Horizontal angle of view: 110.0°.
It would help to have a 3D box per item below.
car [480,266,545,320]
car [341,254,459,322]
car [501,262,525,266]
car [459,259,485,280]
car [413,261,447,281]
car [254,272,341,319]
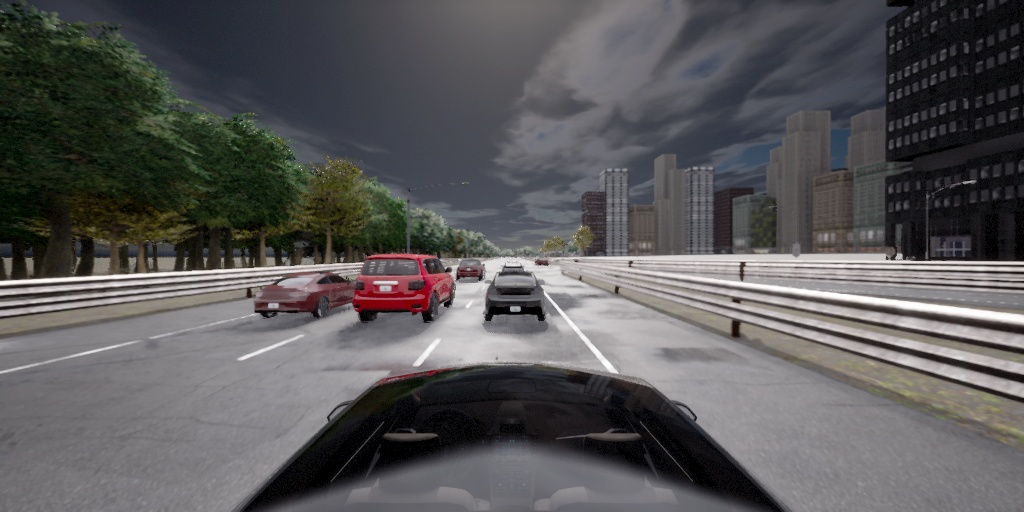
[{"bbox_3d":[0.097,1.250,12.555,1.837,1.490,4.892,0,0,0],"label":"car"},{"bbox_3d":[-3.402,0.966,12.320,2.150,2.045,5.566,0,0,0],"label":"car"},{"bbox_3d":[0.094,1.208,30.626,2.128,1.511,4.902,0,0,0],"label":"car"},{"bbox_3d":[-3.406,1.069,30.452,2.097,1.767,4.553,0,0,0],"label":"car"},{"bbox_3d":[-6.906,1.221,30.756,1.837,1.490,4.892,0,0,0],"label":"car"},{"bbox_3d":[-6.904,1.270,12.682,1.812,1.442,4.674,0,0,0],"label":"car"}]
